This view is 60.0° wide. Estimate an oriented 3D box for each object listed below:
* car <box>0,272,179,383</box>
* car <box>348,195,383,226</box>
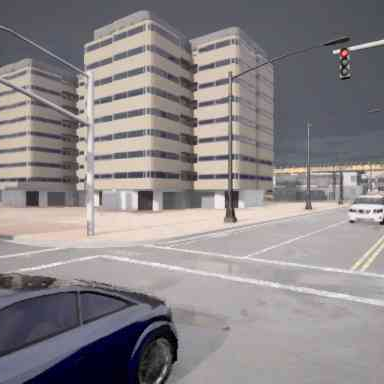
[{"bbox_3d":[-1.970,1.566,3.083,1.994,1.385,4.181,0,0,35],"label":"car"},{"bbox_3d":[12.902,1.245,24.104,2.150,2.045,5.566,0,0,35],"label":"car"}]
